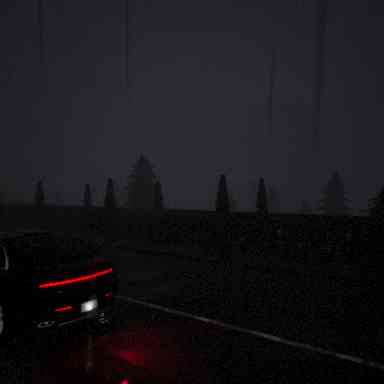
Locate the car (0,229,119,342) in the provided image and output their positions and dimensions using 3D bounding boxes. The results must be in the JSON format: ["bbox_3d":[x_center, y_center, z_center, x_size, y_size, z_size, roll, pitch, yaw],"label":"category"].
[{"bbox_3d":[-3.555,1.509,6.540,4.892,1.490,1.837,0,0,35],"label":"car"}]
